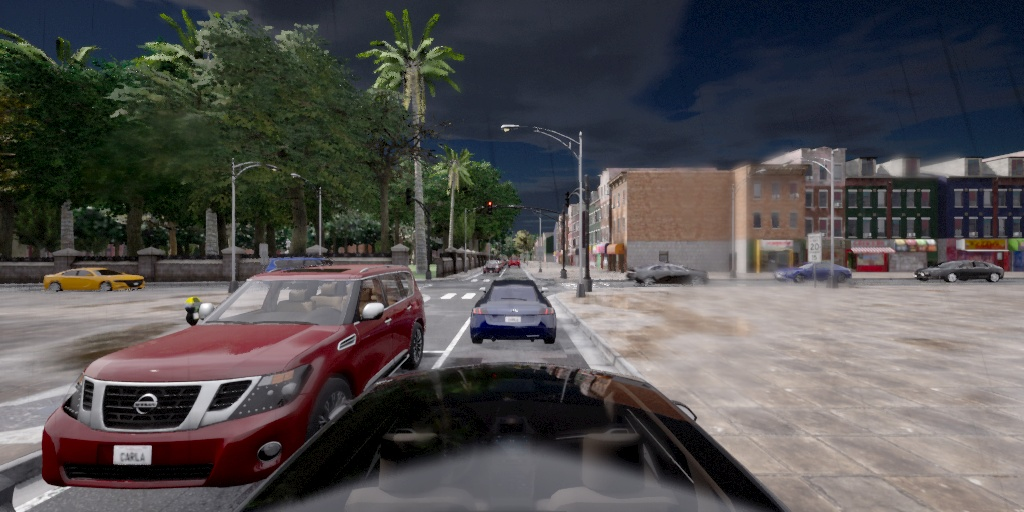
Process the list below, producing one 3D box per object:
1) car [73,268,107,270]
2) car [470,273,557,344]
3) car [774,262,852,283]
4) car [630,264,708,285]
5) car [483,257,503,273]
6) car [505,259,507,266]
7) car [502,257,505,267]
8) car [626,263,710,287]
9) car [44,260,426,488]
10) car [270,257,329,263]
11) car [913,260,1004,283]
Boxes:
[{"bbox_3d":[-26.101,1.488,22.522,5.008,1.535,1.882,0,0,0],"label":"car"},{"bbox_3d":[0.042,1.316,9.622,1.994,1.385,4.181,0,0,0],"label":"car"},{"bbox_3d":[21.146,1.139,25.252,4.674,1.442,1.812,0,0,0],"label":"car"},{"bbox_3d":[10.982,1.279,25.309,4.718,1.301,1.895,0,0,1],"label":"car"},{"bbox_3d":[-2.401,1.268,43.152,1.967,1.591,4.097,0,0,0],"label":"car"},{"bbox_3d":[-2.302,1.485,60.217,1.802,1.307,4.207,0,0,0],"label":"car"},{"bbox_3d":[-2.367,1.291,48.840,1.967,1.591,4.097,0,0,0],"label":"car"},{"bbox_3d":[9.631,1.183,22.354,4.902,1.511,2.128,0,0,0],"label":"car"},{"bbox_3d":[-2.622,1.065,5.006,2.192,1.841,5.009,0,0,0],"label":"car"},{"bbox_3d":[-12.370,1.099,22.452,5.566,2.045,2.150,-1,0,0],"label":"car"},{"bbox_3d":[31.312,1.067,25.197,4.892,1.490,1.837,0,0,0],"label":"car"}]
